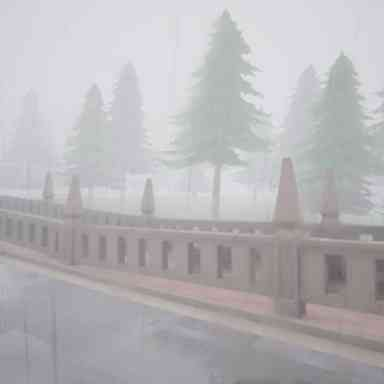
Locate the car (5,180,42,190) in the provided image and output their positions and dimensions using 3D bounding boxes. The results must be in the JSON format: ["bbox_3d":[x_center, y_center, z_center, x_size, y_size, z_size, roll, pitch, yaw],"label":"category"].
[{"bbox_3d":[-24.137,-1.028,47.901,1.837,1.490,4.892,5,2,37],"label":"car"}]
